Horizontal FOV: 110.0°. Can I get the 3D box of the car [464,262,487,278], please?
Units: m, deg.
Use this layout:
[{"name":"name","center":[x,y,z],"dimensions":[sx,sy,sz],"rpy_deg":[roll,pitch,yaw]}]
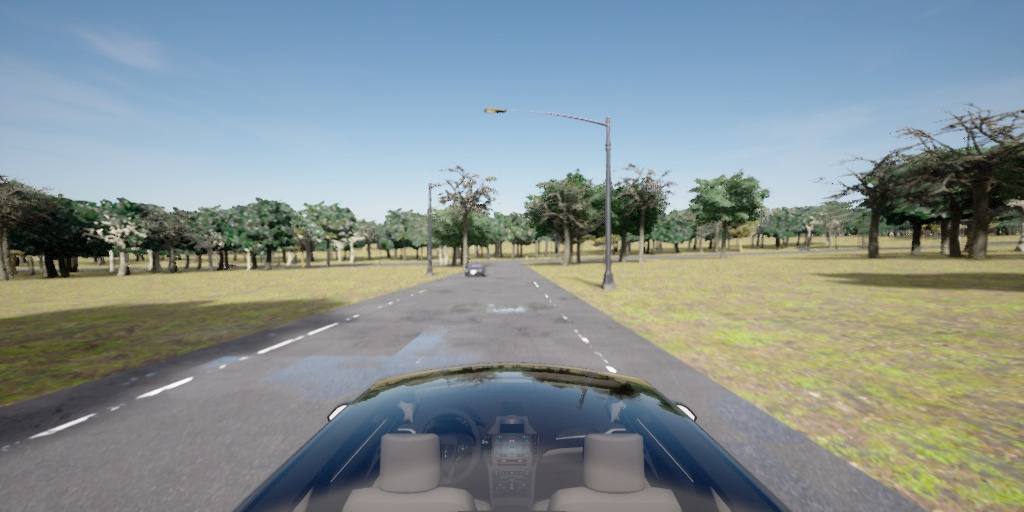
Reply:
[{"name":"car","center":[-3.579,1.351,35.688],"dimensions":[2.128,1.511,4.902],"rpy_deg":[0,0,0]}]
